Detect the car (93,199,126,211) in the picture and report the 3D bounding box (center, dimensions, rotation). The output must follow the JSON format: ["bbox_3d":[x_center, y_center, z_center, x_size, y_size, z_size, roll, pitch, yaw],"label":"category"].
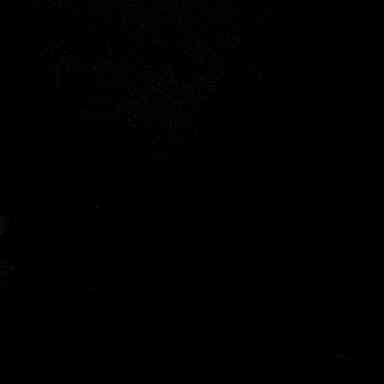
[{"bbox_3d":[-10.212,1.535,41.377,1.994,1.385,4.181,0,0,32],"label":"car"}]
